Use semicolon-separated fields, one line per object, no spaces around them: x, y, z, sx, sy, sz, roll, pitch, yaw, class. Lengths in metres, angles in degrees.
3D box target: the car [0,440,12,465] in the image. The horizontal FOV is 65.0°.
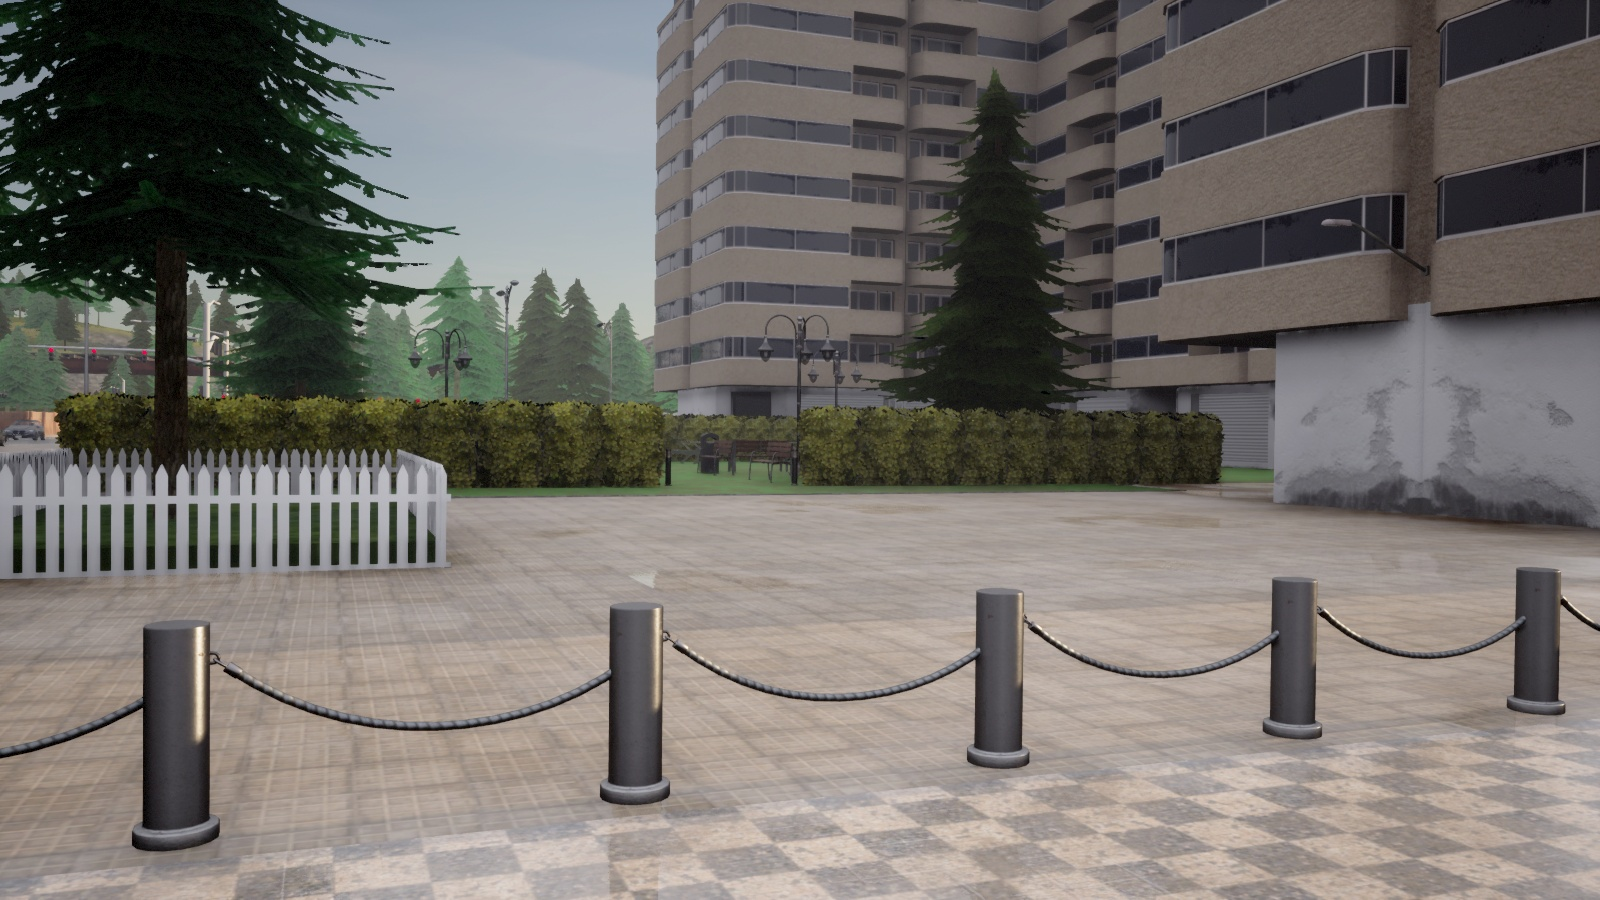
-48.020;0.166;73.664;2.033;1.411;5.357;-1;1;-21;car
